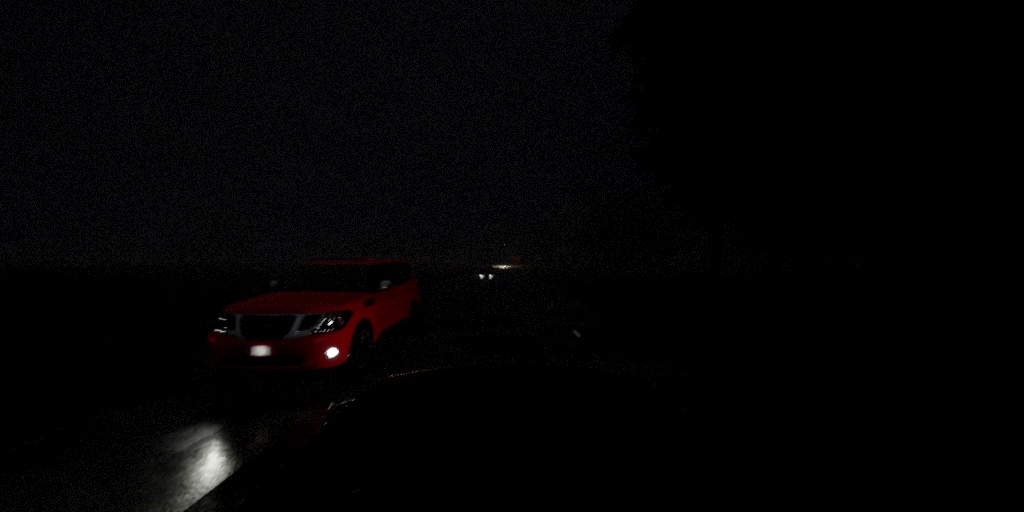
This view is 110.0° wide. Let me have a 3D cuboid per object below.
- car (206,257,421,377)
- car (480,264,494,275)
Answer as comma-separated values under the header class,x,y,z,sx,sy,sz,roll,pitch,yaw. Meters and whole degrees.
class,x,y,z,sx,sy,sz,roll,pitch,yaw
car,-3.602,1.040,7.905,2.150,2.045,5.566,0,-1,0
car,-3.578,1.935,51.996,2.033,1.411,5.357,0,-1,1
